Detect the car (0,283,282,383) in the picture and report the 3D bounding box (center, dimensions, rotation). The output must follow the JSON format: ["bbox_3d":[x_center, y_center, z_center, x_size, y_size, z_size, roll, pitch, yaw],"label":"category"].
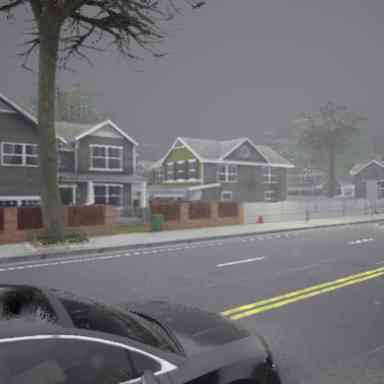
[{"bbox_3d":[-1.400,1.506,2.437,4.892,1.490,1.837,0,0,-36],"label":"car"}]
